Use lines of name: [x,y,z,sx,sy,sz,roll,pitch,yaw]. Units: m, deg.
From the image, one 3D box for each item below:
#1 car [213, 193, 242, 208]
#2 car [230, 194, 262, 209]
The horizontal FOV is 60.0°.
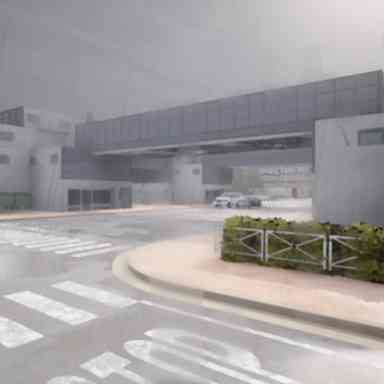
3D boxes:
car: [5.079,1.098,45.343,2.150,2.045,5.566,0,0,36]
car: [7.330,1.389,42.481,2.128,1.511,4.902,0,0,36]
